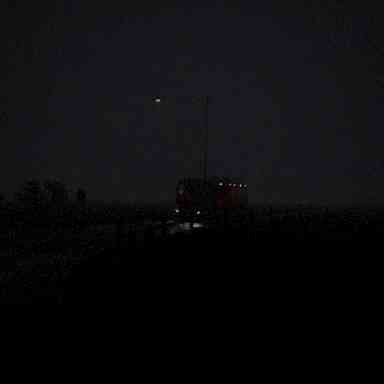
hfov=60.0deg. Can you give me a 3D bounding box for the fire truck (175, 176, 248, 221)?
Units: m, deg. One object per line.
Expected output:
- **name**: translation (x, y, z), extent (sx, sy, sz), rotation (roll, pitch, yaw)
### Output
- **fire truck**: translation (2.059, 0.528, 30.451), extent (2.891, 3.827, 8.468), rotation (2, 0, 35)
